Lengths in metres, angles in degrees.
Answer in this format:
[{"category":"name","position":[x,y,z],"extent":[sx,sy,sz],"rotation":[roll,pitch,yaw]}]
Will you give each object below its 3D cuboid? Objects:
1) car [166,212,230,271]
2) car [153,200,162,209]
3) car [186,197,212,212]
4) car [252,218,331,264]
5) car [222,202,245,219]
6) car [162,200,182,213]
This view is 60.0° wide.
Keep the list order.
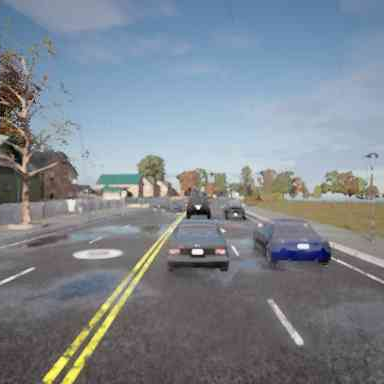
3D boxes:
[{"category":"car","position":[0.176,1.627,11.179],"extent":[2.033,1.411,5.357],"rotation":[0,0,1]},{"category":"car","position":[-4.928,1.961,53.856],"extent":[2.033,1.411,5.357],"rotation":[0,-1,4]},{"category":"car","position":[0.628,1.445,30.652],"extent":[2.150,2.045,5.566],"rotation":[0,0,2]},{"category":"car","position":[3.447,1.652,12.215],"extent":[1.994,1.385,4.181],"rotation":[0,0,1]},{"category":"car","position":[3.912,1.734,31.507],"extent":[1.837,1.490,4.892],"rotation":[0,-1,2]},{"category":"car","position":[-2.318,1.824,42.656],"extent":[1.837,1.490,4.892],"rotation":[0,-1,3]}]
